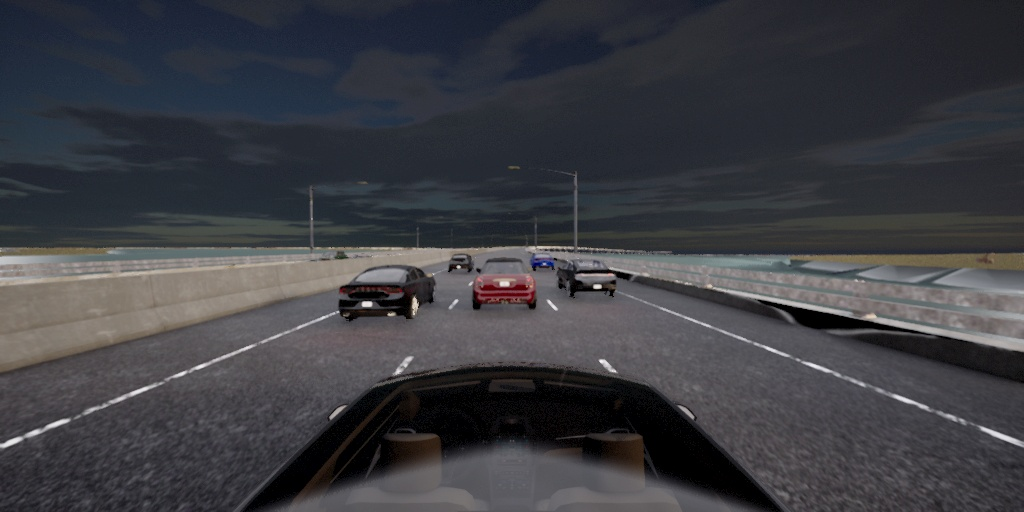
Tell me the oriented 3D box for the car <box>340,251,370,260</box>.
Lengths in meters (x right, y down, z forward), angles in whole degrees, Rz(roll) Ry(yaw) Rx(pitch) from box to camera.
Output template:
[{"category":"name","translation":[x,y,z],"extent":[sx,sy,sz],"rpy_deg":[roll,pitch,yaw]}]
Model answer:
[{"category":"car","translation":[-18.779,0.401,43.989],"extent":[1.895,1.301,4.718],"rpy_deg":[0,1,-1]}]

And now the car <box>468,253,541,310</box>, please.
[{"category":"car","translation":[-0.288,0.824,13.335],"extent":[2.097,1.767,4.553],"rpy_deg":[0,2,-1]}]

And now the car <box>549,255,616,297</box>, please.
[{"category":"car","translation":[3.142,0.882,15.901],"extent":[2.128,1.511,4.902],"rpy_deg":[0,1,-2]}]

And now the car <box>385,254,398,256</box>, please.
[{"category":"car","translation":[-15.298,0.358,45.108],"extent":[1.895,1.301,4.718],"rpy_deg":[0,1,-1]}]

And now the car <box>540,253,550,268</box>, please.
[{"category":"car","translation":[2.670,0.458,32.690],"extent":[1.882,1.535,5.008],"rpy_deg":[0,1,-1]}]

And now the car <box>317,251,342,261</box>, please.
[{"category":"car","translation":[-22.286,0.153,44.646],"extent":[2.097,1.767,4.553],"rpy_deg":[0,1,-1]}]

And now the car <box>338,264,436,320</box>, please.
[{"category":"car","translation":[-3.740,1.004,11.586],"extent":[1.882,1.535,5.008],"rpy_deg":[0,2,-1]}]

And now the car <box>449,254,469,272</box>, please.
[{"category":"car","translation":[-4.292,0.560,30.950],"extent":[1.837,1.490,4.892],"rpy_deg":[0,1,-1]}]
